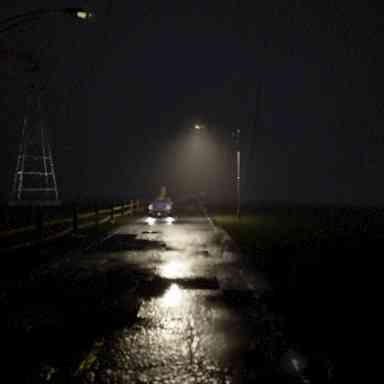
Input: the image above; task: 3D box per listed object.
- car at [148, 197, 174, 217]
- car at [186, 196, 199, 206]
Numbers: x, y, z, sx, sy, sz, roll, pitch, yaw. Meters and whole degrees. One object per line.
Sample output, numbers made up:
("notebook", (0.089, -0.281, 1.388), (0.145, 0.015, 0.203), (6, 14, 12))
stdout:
("car", (-2.765, 1.295, 30.470), (2.097, 1.767, 4.553), (0, 0, 0))
("car", (0.016, 1.403, 53.984), (1.837, 1.490, 4.892), (0, 0, 0))
